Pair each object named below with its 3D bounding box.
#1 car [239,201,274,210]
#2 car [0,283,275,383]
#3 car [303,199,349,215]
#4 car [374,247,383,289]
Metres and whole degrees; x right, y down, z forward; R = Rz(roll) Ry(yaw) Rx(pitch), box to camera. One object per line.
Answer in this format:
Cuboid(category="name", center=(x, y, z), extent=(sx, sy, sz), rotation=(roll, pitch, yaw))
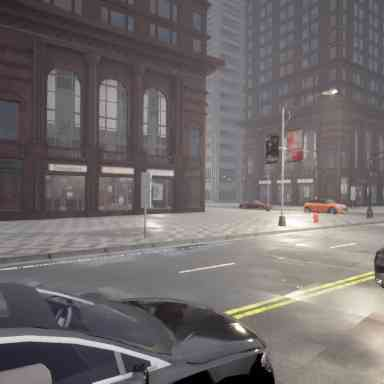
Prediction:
Cuboid(category="car", center=(8.504, 1.819, 44.070), extent=(1.895, 1.301, 4.718), rotation=(1, -1, -35))
Cuboid(category="car", center=(-1.456, 1.492, 2.400), extent=(4.902, 1.511, 2.128), rotation=(0, 0, -35))
Cuboid(category="car", center=(14.380, 1.523, 35.802), extent=(2.097, 1.767, 4.553), rotation=(1, -1, -35))
Cuboid(category="car", center=(6.162, 1.516, 7.819), extent=(4.892, 1.490, 1.837), rotation=(0, 0, -35))
